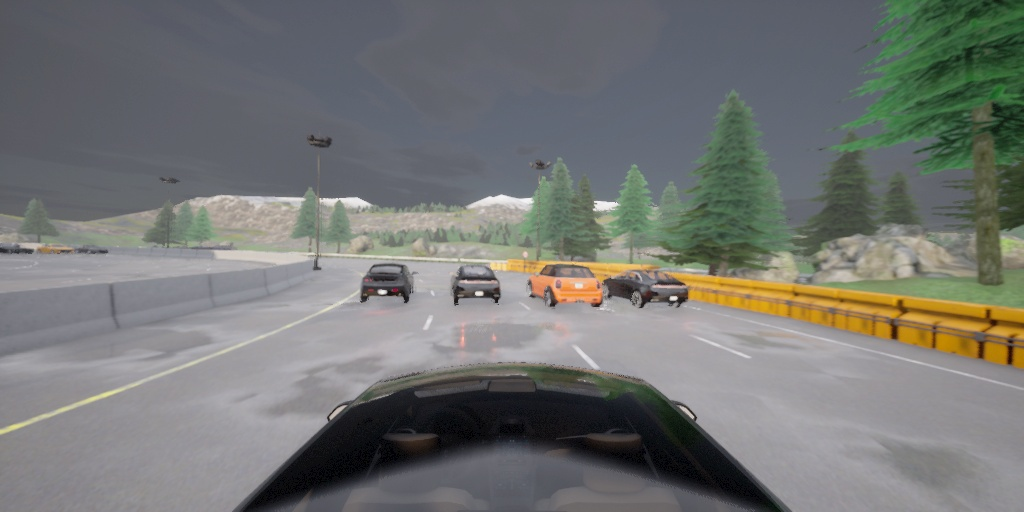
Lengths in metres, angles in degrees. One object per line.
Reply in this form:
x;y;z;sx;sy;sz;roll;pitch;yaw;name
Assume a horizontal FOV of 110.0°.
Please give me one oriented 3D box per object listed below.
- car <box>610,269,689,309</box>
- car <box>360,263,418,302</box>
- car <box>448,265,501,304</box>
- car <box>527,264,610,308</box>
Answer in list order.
5.582;1.334;15.752;2.128;1.511;4.902;2;0;-11;car
-5.279;1.053;15.593;1.837;1.490;4.892;2;0;-12;car
-1.693;1.137;15.525;2.128;1.511;4.902;2;0;-12;car
2.088;1.101;15.390;2.097;1.767;4.553;1;0;-11;car
